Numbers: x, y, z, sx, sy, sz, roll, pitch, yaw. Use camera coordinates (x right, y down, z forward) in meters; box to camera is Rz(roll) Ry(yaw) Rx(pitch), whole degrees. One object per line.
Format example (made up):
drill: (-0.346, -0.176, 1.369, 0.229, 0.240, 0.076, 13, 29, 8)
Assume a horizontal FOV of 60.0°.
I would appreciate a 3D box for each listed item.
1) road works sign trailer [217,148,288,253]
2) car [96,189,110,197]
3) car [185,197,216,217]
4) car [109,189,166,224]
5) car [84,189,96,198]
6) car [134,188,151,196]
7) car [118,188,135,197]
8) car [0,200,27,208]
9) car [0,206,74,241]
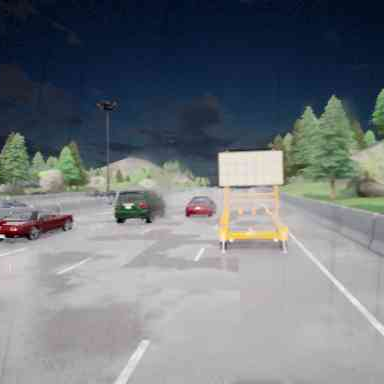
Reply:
road works sign trailer: (2.193, 0.199, 12.374, 2.380, 3.560, 2.880, -1, 1, 8)
car: (-17.525, 0.226, 69.373, 1.882, 1.535, 5.008, -1, 2, 9)
car: (0.722, 1.057, 25.342, 1.994, 1.385, 4.181, -1, 1, 9)
car: (-3.312, 0.909, 22.109, 2.150, 2.045, 5.566, -1, 2, 9)
car: (-20.983, 0.187, 69.922, 2.097, 1.767, 4.553, -1, 2, 9)
car: (-10.335, 0.049, 70.117, 2.033, 1.411, 5.357, -1, 2, 9)
car: (-13.796, 0.072, 70.638, 1.882, 1.535, 5.008, -1, 2, 9)
car: (-16.535, 1.442, 29.453, 1.994, 1.385, 4.181, -1, 1, 9)
car: (-7.717, 1.534, 16.291, 1.895, 1.301, 4.718, -1, 1, 9)
